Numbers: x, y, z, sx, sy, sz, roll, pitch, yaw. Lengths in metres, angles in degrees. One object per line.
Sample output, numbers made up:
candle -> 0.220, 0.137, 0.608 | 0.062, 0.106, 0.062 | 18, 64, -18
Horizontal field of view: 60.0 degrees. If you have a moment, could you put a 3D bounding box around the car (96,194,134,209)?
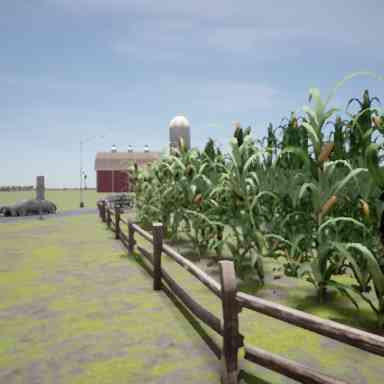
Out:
car -> -8.207, 0.955, 35.856 | 1.837, 1.490, 4.892 | 0, 1, 29

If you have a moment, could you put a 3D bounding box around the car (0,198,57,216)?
car -> -13.284, 1.190, 27.226 | 1.994, 1.385, 4.181 | 0, 1, 32
